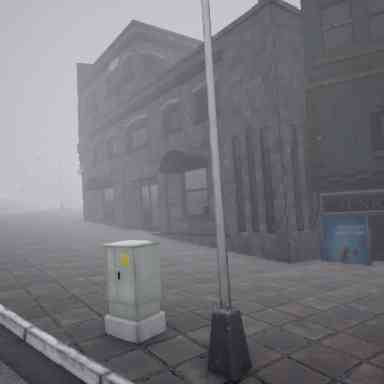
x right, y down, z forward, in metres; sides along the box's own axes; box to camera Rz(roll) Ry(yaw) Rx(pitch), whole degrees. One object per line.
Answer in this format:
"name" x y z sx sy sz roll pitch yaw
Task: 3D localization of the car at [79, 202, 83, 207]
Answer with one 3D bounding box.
"car" -25.152 2.941 79.098 1.882 1.535 5.008 -4 -2 4
